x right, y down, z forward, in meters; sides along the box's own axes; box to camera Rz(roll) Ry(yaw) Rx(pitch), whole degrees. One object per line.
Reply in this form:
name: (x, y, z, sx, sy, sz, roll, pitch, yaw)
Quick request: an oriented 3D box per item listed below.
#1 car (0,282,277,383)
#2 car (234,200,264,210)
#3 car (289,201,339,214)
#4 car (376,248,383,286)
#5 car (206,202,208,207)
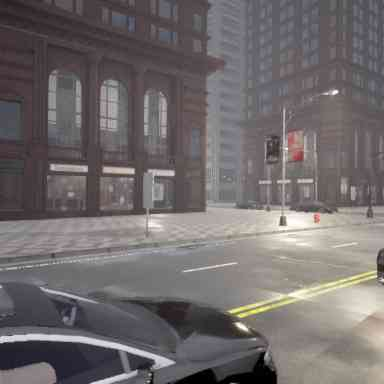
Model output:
car: (-1.429, 1.492, 2.420, 4.902, 1.511, 2.128, 0, 0, -36)
car: (7.735, 1.787, 45.320, 1.994, 1.385, 4.181, 1, -1, -35)
car: (13.497, 1.725, 37.222, 2.033, 1.411, 5.357, 1, -1, -35)
car: (6.261, 1.516, 7.904, 4.892, 1.490, 1.837, 0, 0, -35)
car: (0.670, 1.757, 55.264, 1.882, 1.535, 5.008, 1, -1, -35)
